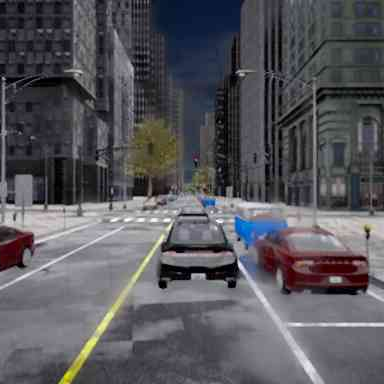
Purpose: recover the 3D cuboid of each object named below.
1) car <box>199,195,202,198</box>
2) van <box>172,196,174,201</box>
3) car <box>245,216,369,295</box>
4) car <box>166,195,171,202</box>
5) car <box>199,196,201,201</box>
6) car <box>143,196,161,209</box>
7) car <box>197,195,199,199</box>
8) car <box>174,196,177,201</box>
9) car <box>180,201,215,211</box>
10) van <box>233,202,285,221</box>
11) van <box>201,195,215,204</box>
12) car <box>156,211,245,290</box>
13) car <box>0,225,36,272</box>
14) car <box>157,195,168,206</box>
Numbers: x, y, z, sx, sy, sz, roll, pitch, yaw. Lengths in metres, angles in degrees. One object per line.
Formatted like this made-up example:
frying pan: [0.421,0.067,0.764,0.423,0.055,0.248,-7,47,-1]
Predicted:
car: [2.747,1.722,62.988,1.887,1.381,4.507,0,0,0]
van: [-5.781,1.573,78.498,1.690,1.788,3.998,0,0,0]
car: [2.776,1.565,8.653,1.887,1.381,4.507,0,0,0]
car: [-5.777,1.491,62.632,2.192,1.841,5.009,0,0,0]
car: [2.749,1.725,57.575,1.947,1.339,4.313,0,0,0]
car: [-5.779,1.650,46.592,1.752,1.417,4.829,0,0,0]
car: [2.744,1.765,73.815,2.008,1.369,4.403,0,0,0]
car: [-5.785,1.837,89.075,1.947,1.339,4.313,0,0,0]
car: [0.080,1.539,19.579,2.128,1.511,4.902,0,0,1]
van: [2.776,1.375,14.178,1.690,1.788,3.998,0,0,0]
van: [2.751,1.483,52.163,1.690,1.788,3.998,0,0,0]
car: [0.103,1.513,9.178,2.128,1.511,4.902,0,0,-1]
car: [-5.779,1.565,8.669,1.887,1.381,4.507,0,0,0]
car: [-5.776,1.703,57.342,1.887,1.381,4.507,0,0,0]
